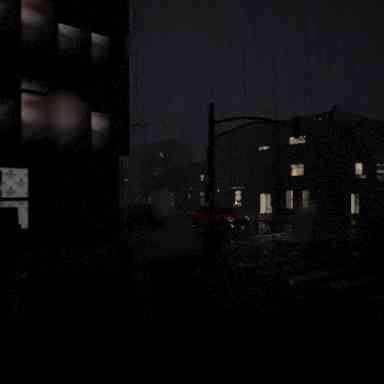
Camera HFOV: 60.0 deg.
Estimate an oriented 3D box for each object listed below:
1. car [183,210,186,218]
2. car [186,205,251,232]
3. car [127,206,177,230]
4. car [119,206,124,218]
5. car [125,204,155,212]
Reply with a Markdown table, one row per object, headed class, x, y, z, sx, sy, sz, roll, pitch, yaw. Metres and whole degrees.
| class | x | y | z | sx | sy | sz | roll | pitch | yaw |
| --- | --- | --- | --- | --- | --- | --- | --- | --- | --- |
| car | 0.714 | 2.113 | 34.897 | 2.008 | 1.369 | 4.403 | -1 | 0 | -37 |
| car | 1.962 | 1.764 | 23.370 | 2.097 | 1.767 | 4.553 | 0 | -1 | -37 |
| car | -2.903 | 2.049 | 25.301 | 1.947 | 1.339 | 4.313 | -1 | 0 | -37 |
| car | -10.353 | 2.208 | 39.861 | 1.882 | 1.535 | 5.008 | 0 | -1 | -37 |
| car | -4.190 | 1.923 | 31.593 | 2.097 | 1.767 | 4.553 | 0 | -1 | -37 |
